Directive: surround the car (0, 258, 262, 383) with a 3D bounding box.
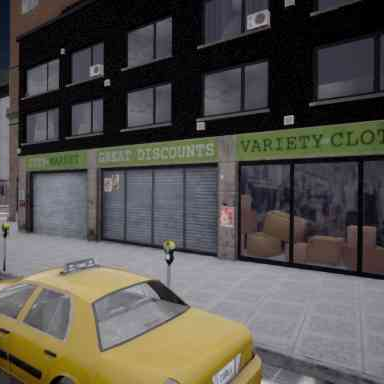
[{"bbox_3d":[-1.579,1.524,4.217,4.829,1.417,1.752,0,1,35],"label":"car"}]
